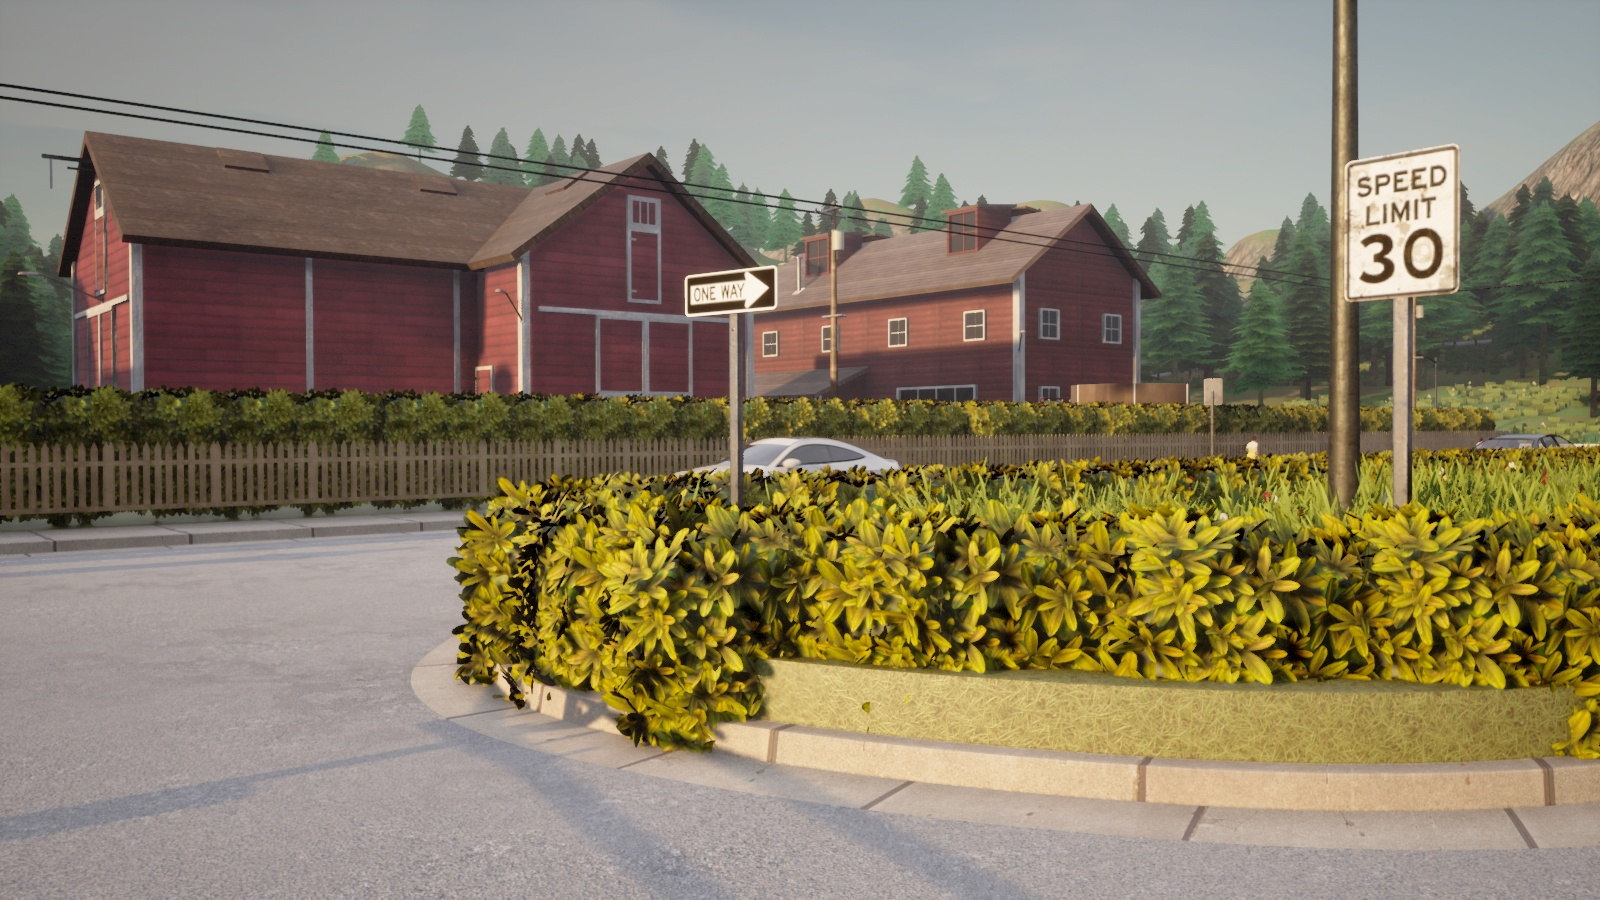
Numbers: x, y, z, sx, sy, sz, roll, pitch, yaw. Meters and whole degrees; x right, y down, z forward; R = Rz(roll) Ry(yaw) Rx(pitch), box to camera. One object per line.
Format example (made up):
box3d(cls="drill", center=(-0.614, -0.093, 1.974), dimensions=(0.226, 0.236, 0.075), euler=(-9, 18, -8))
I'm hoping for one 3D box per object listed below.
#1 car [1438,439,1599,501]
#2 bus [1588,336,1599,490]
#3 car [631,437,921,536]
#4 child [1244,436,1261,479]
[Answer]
box3d(cls="car", center=(18.235, 0.431, 31.389), dimensions=(5.357, 1.411, 2.033), euler=(-1, 1, -39))
box3d(cls="bus", center=(26.652, -0.977, 32.115), dimensions=(3.944, 4.253, 10.273), euler=(-1, 2, -39))
box3d(cls="car", center=(-0.306, 0.518, 20.769), dimensions=(4.674, 1.442, 1.812), euler=(-1, 1, -39))
box3d(cls="child", center=(13.374, 0.211, 37.098), dimensions=(0.437, 1.263, 0.270), euler=(-1, 1, -39))
